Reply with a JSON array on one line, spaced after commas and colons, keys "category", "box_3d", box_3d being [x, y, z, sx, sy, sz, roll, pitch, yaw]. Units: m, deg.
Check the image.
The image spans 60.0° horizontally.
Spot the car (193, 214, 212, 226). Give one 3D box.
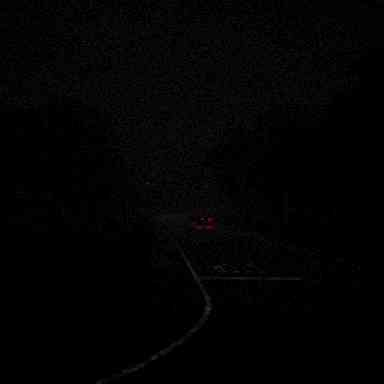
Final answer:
[{"category": "car", "box_3d": [1.630, 3.962, 47.209, 1.812, 1.442, 4.674, 2, -3, -5]}]

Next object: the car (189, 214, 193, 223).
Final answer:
[{"category": "car", "box_3d": [0.676, 4.368, 55.948, 1.882, 1.535, 5.008, 2, -3, -6]}]
